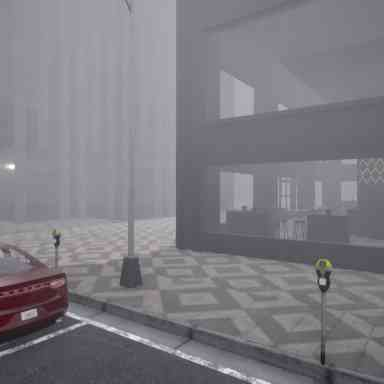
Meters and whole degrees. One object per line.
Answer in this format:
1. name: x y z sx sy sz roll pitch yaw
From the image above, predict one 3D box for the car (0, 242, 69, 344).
1. car: -4.044 1.544 5.867 4.507 1.381 1.887 0 0 36
